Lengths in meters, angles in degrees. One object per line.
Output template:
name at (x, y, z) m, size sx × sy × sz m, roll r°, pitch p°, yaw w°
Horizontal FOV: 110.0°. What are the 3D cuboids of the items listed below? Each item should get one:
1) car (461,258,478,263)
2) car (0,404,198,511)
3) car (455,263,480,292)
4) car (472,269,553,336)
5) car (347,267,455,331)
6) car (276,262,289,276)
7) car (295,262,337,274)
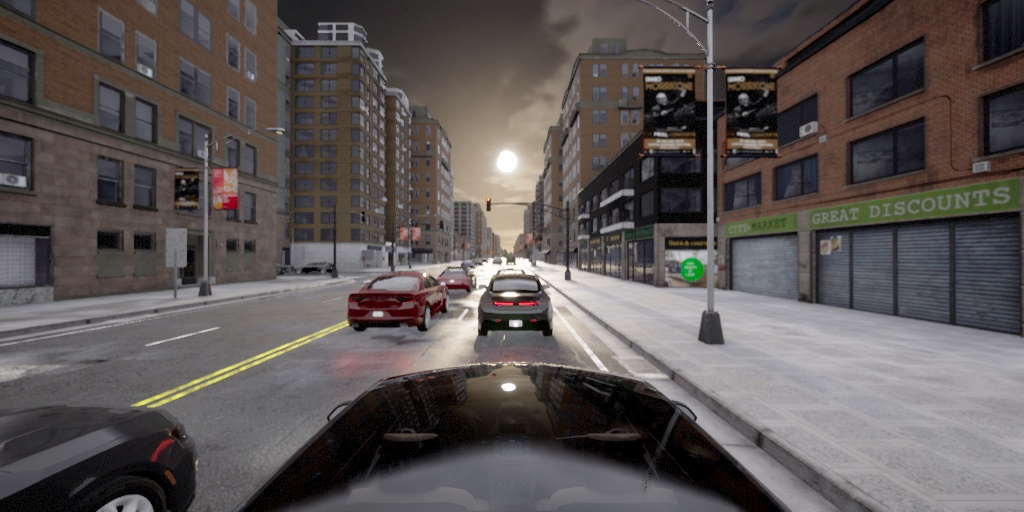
car at (-6.732, 1.258, 54.801) m, size 1.812 × 1.442 × 4.674 m, roll 0°, pitch 0°, yaw 0°
car at (-3.147, 1.255, 0.521) m, size 1.837 × 1.490 × 4.892 m, roll 0°, pitch 0°, yaw 0°
car at (-3.199, 1.303, 21.017) m, size 1.994 × 1.385 × 4.181 m, roll 0°, pitch 0°, yaw -1°
car at (0.077, 1.249, 10.369) m, size 1.837 × 1.490 × 4.892 m, roll 0°, pitch 0°, yaw 0°
car at (-3.176, 1.222, 10.946) m, size 1.882 × 1.535 × 5.008 m, roll 0°, pitch 0°, yaw 0°
car at (-24.453, 1.290, 35.267) m, size 4.181 × 1.385 × 1.994 m, roll 0°, pitch 0°, yaw 0°
car at (-22.255, 1.318, 40.745) m, size 4.313 × 1.339 × 1.948 m, roll 0°, pitch 0°, yaw 0°
